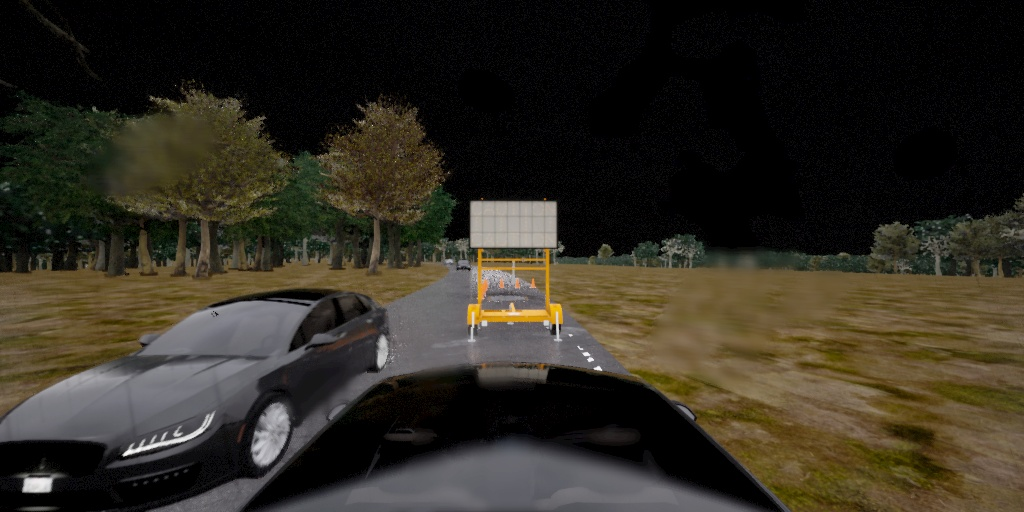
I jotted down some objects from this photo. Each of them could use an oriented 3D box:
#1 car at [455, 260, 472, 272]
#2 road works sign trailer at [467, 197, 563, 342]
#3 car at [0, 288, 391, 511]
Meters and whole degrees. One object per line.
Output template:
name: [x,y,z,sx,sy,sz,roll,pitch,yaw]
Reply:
car: [-6.386,1.259,47.236,1.837,1.490,4.892,0,0,-9]
road works sign trailer: [0.040,0.214,9.796,2.380,3.560,2.880,0,0,-2]
car: [-3.131,1.253,4.786,1.837,1.490,4.892,0,0,0]
